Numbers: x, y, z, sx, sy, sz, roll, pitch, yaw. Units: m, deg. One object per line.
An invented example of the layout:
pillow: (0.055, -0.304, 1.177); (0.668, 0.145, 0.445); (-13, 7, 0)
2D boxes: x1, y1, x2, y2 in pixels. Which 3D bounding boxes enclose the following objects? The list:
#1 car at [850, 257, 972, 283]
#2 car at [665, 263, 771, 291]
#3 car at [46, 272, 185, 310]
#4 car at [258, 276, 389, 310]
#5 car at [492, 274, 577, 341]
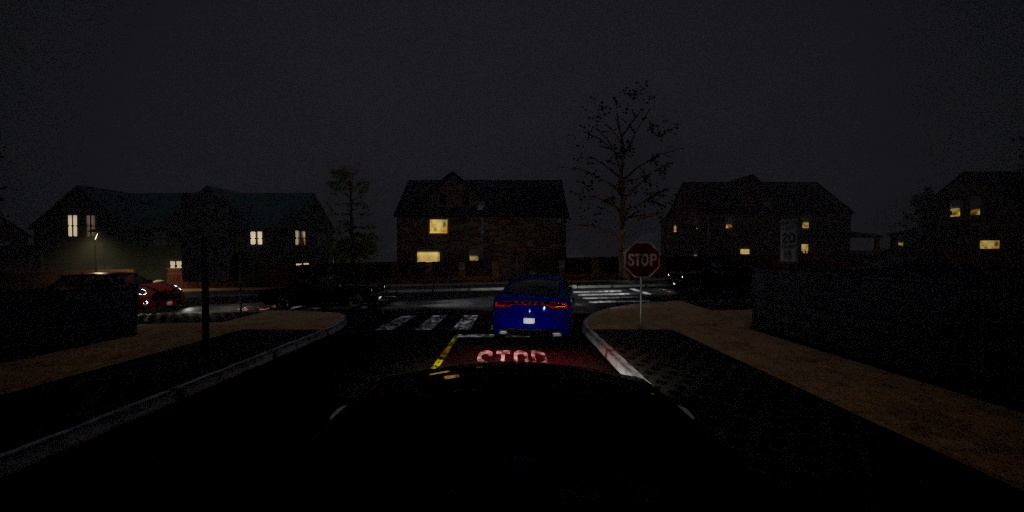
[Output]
car: (20.044, 0.753, 18.232); (5.357, 1.411, 2.033); (-1, 1, 0)
car: (10.398, 1.034, 18.188); (4.718, 1.301, 1.895); (-1, 1, -1)
car: (-16.809, 1.471, 15.233); (4.553, 1.767, 2.097); (-1, 1, 0)
car: (-7.822, 1.506, 15.247); (4.718, 1.301, 1.895); (-1, 1, 0)
car: (0.780, 1.226, 10.046); (1.882, 1.535, 5.008); (0, 0, 10)
